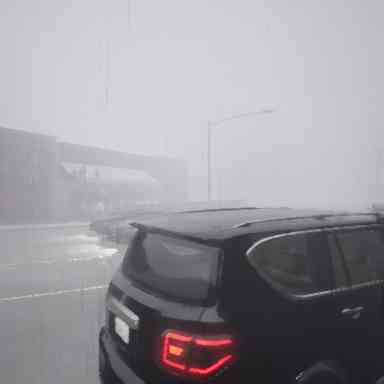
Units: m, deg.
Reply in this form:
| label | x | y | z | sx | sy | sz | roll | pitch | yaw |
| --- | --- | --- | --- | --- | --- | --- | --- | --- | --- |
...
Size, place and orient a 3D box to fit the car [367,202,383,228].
| label | x | y | z | sx | sy | sz | roll | pitch | yaw |
| --- | --- | --- | --- | --- | --- | --- | --- | --- | --- |
| car | 13.267 | 1.505 | 23.002 | 1.837 | 1.490 | 4.892 | 0 | 0 | 30 |

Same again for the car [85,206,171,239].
| label | x | y | z | sx | sy | sz | roll | pitch | yaw |
| --- | --- | --- | --- | --- | --- | --- | --- | --- | --- |
| car | -3.400 | 1.563 | 18.184 | 4.181 | 1.385 | 1.994 | 0 | 0 | -43 |

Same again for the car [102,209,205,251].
| label | x | y | z | sx | sy | sz | roll | pitch | yaw |
| --- | --- | --- | --- | --- | --- | --- | --- | --- | --- |
| car | -1.639 | 1.564 | 14.929 | 4.181 | 1.385 | 1.994 | 0 | 0 | -41 |

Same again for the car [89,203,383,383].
| label | x | y | z | sx | sy | sz | roll | pitch | yaw |
| --- | --- | --- | --- | --- | --- | --- | --- | --- | --- |
| car | 1.685 | 1.224 | 4.209 | 5.566 | 2.045 | 2.150 | 0 | 0 | -32 |

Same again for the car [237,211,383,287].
| label | x | y | z | sx | sy | sz | roll | pitch | yaw |
| --- | --- | --- | --- | --- | --- | --- | --- | --- | --- |
| car | 3.800 | 1.477 | 10.161 | 5.008 | 1.535 | 1.882 | 0 | 0 | -40 |
